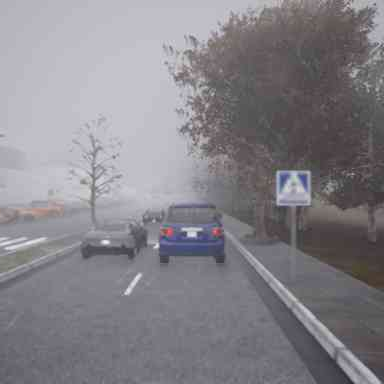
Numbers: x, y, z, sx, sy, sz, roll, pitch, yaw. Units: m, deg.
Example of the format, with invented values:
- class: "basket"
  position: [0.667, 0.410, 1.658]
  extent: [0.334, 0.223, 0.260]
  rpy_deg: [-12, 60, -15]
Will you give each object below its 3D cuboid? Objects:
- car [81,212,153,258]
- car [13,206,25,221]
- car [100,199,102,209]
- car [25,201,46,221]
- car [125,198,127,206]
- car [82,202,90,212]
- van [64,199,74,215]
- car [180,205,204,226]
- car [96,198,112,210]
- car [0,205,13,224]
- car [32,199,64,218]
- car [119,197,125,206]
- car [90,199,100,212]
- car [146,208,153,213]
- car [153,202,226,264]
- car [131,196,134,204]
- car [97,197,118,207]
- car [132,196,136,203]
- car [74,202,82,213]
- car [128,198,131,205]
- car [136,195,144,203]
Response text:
- class: "car"
  position: [-2.970, 1.737, 13.534]
  extent: [1.994, 1.385, 4.181]
  rpy_deg: [0, -1, 1]
- class: "car"
  position: [-16.902, 1.922, 27.596]
  extent: [4.792, 1.488, 2.163]
  rpy_deg: [0, -1, -20]
- class: "car"
  position: [-16.827, 2.256, 51.495]
  extent: [4.792, 1.488, 2.163]
  rpy_deg: [-1, -1, -20]
- class: "car"
  position: [-16.699, 1.941, 30.658]
  extent: [5.366, 1.575, 1.946]
  rpy_deg: [0, -1, -20]
- class: "car"
  position: [-16.832, 2.309, 69.388]
  extent: [4.892, 1.521, 2.231]
  rpy_deg: [-1, 0, -20]
- class: "car"
  position: [-16.886, 2.201, 45.498]
  extent: [4.792, 1.488, 2.163]
  rpy_deg: [-1, -1, -20]
- class: "van"
  position: [-16.760, 1.867, 39.597]
  extent: [4.442, 1.987, 1.878]
  rpy_deg: [0, -1, -20]
- class: "car"
  position: [0.031, 1.922, 28.509]
  extent: [1.837, 1.490, 4.892]
  rpy_deg: [0, 0, 1]
- class: "car"
  position: [-16.845, 2.305, 57.452]
  extent: [4.674, 1.452, 2.002]
  rpy_deg: [-1, 0, -20]
- class: "car"
  position: [-16.705, 1.834, 24.693]
  extent: [5.366, 1.575, 1.946]
  rpy_deg: [0, -1, -20]
- class: "car"
  position: [-16.840, 1.921, 36.569]
  extent: [4.553, 1.767, 2.185]
  rpy_deg: [0, -1, -20]
- class: "car"
  position: [-16.819, 2.048, 66.420]
  extent: [5.566, 2.045, 2.435]
  rpy_deg: [-1, 0, -20]
- class: "car"
  position: [-16.685, 2.195, 48.568]
  extent: [5.366, 1.575, 1.946]
  rpy_deg: [-1, -1, -20]
- class: "car"
  position: [-2.973, 2.012, 28.265]
  extent: [1.895, 1.301, 4.718]
  rpy_deg: [0, -1, 0]
- class: "car"
  position: [0.014, 1.384, 12.596]
  extent: [2.150, 2.045, 5.566]
  rpy_deg: [0, 0, 0]
- class: "car"
  position: [-16.825, 2.376, 78.335]
  extent: [4.674, 1.452, 2.002]
  rpy_deg: [-1, 0, -20]
- class: "car"
  position: [-16.875, 2.029, 60.424]
  extent: [5.566, 2.045, 2.435]
  rpy_deg: [-1, 0, -20]
- class: "car"
  position: [-16.802, 2.374, 81.353]
  extent: [4.792, 1.488, 2.163]
  rpy_deg: [-1, 0, -20]
- class: "car"
  position: [-16.857, 2.172, 42.526]
  extent: [4.674, 1.452, 2.002]
  rpy_deg: [0, -1, -20]
- class: "car"
  position: [-16.805, 2.201, 75.363]
  extent: [4.553, 1.767, 2.185]
  rpy_deg: [-1, 0, -20]
- class: "car"
  position: [-16.791, 2.411, 93.359]
  extent: [4.792, 1.488, 2.163]
  rpy_deg: [-1, 0, -20]
